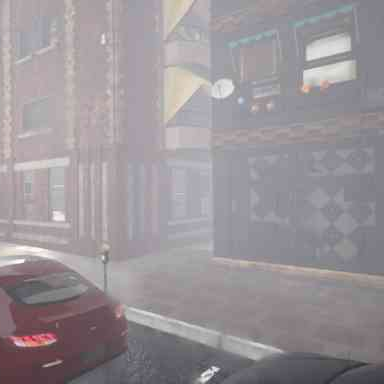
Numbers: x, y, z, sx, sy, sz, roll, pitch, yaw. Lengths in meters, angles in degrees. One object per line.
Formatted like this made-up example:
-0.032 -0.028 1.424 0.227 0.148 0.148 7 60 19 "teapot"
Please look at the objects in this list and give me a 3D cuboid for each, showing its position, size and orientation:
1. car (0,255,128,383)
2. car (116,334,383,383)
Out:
-2.730 1.583 4.783 4.206 1.307 1.802 0 -1 35 "car"
1.881 1.566 1.507 4.313 1.339 1.947 0 -1 35 "car"
